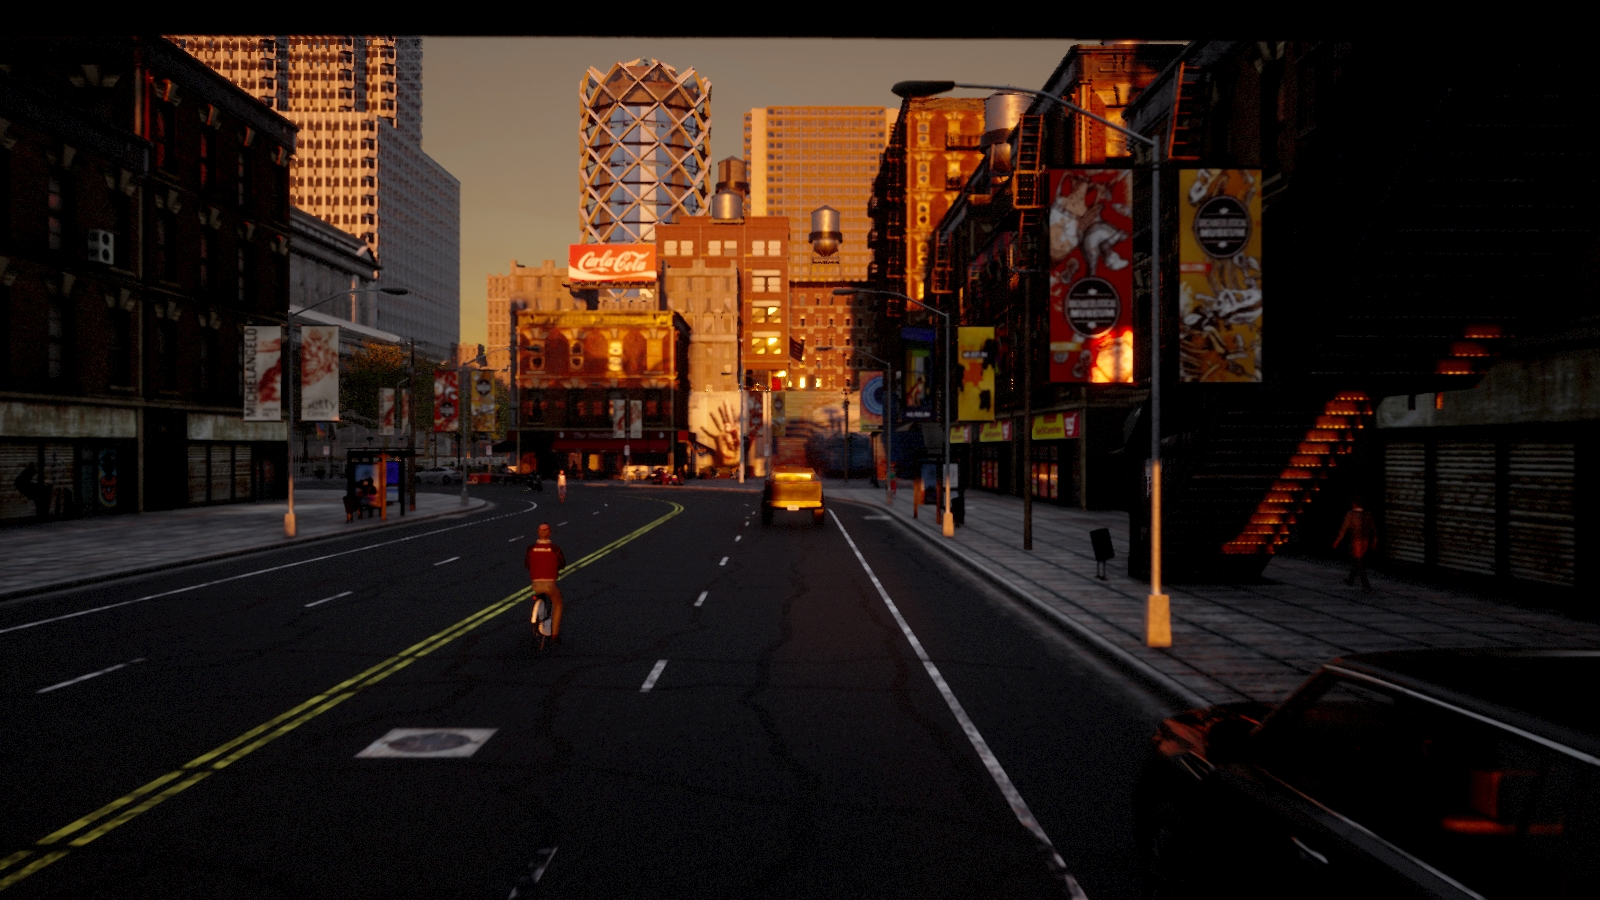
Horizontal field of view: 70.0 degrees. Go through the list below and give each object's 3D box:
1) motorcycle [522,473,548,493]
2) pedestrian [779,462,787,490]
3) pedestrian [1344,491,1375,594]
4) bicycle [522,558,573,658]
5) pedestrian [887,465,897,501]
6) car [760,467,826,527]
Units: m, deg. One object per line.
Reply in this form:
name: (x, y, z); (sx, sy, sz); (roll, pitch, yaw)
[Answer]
motorcycle: (-17.346, 2.182, 74.766); (0.856, 1.236, 1.805); (-2, 1, -44)
pedestrian: (-1.122, 1.696, 75.843); (0.375, 1.860, 0.375); (0, 0, -22)
pedestrian: (10.264, 1.696, 20.965); (0.375, 1.860, 0.375); (0, 0, -1)
bicycle: (-3.573, 2.210, 16.269); (0.329, 1.171, 1.835); (0, 0, 0)
pedestrian: (4.713, 1.696, 58.546); (0.375, 1.860, 0.375); (0, 0, -12)
car: (-0.273, 1.754, 44.896); (2.390, 2.098, 6.274); (0, 0, 0)
